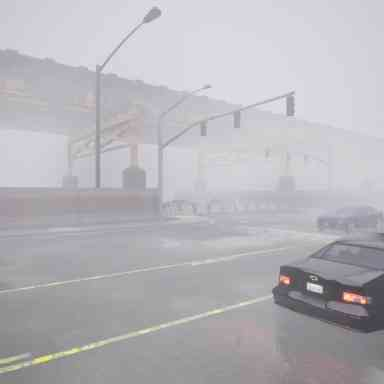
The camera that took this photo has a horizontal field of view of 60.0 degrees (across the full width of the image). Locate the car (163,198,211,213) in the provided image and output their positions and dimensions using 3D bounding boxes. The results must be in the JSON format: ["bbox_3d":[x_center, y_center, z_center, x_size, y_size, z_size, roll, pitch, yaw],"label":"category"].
[{"bbox_3d":[-0.827,1.453,35.985,4.974,1.542,2.038,0,0,7],"label":"car"}]

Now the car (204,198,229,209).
[{"bbox_3d":[2.906,1.295,38.757,1.853,1.218,4.536,0,0,17],"label":"car"}]

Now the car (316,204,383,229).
[{"bbox_3d":[9.269,1.477,19.423,5.008,1.535,1.882,0,0,-36],"label":"car"}]

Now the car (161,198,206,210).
[{"bbox_3d":[-0.879,1.295,35.992,4.536,1.218,1.853,0,0,7],"label":"car"}]

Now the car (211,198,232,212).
[{"bbox_3d":[2.891,1.453,38.707,2.038,1.542,4.974,0,0,17],"label":"car"}]

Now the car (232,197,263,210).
[{"bbox_3d":[6.712,1.295,42.499,4.536,1.218,1.853,0,0,-8],"label":"car"}]

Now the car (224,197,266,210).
[{"bbox_3d":[6.764,1.453,42.506,4.974,1.542,2.038,0,0,-8],"label":"car"}]

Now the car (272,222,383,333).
[{"bbox_3d":[3.954,1.547,6.671,5.357,1.411,2.033,0,0,-36],"label":"car"}]
